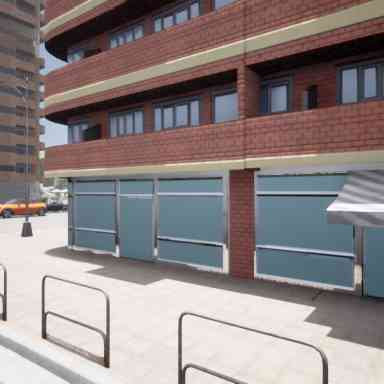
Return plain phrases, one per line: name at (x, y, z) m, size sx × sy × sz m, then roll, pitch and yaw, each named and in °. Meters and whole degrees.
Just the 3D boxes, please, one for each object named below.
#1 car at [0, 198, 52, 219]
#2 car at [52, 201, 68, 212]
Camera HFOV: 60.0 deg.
car at (-15.480, 1.352, 29.729) m, size 2.097 × 1.767 × 4.553 m, roll 0°, pitch 0°, yaw 36°
car at (-15.369, 1.601, 35.814) m, size 1.895 × 1.301 × 4.718 m, roll 0°, pitch 0°, yaw 36°
